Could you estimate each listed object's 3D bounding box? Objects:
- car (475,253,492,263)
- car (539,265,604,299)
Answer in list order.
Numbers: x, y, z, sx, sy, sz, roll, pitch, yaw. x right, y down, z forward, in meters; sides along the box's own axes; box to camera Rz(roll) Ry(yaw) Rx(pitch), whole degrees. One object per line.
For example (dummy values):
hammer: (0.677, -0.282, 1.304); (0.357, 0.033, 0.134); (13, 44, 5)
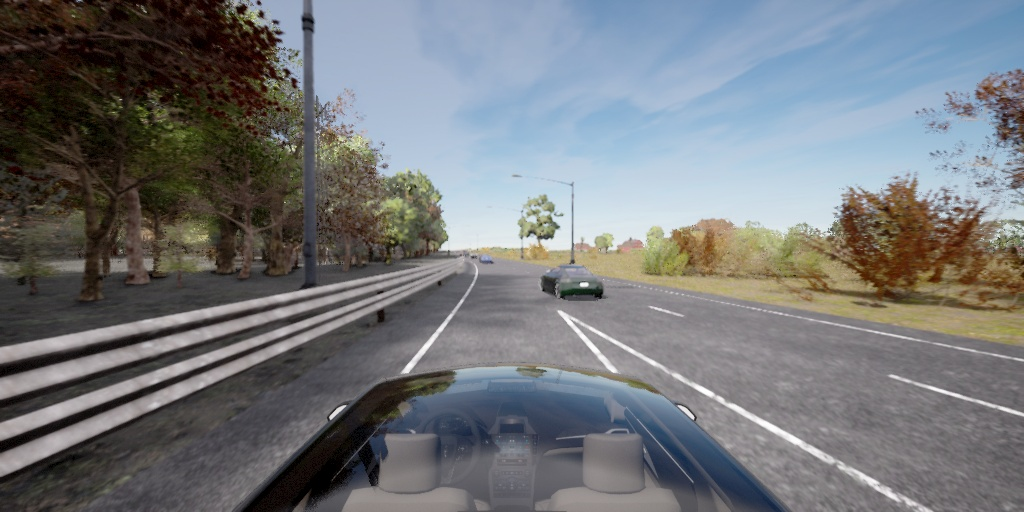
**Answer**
car: (-4.225, 0.412, 56.049); (2.033, 1.411, 5.357); (0, 1, -10)
car: (2.594, 1.103, 16.496); (1.994, 1.385, 4.181); (0, 1, -10)
